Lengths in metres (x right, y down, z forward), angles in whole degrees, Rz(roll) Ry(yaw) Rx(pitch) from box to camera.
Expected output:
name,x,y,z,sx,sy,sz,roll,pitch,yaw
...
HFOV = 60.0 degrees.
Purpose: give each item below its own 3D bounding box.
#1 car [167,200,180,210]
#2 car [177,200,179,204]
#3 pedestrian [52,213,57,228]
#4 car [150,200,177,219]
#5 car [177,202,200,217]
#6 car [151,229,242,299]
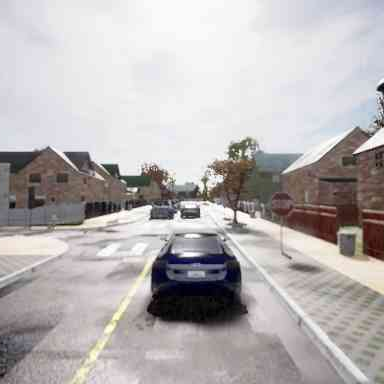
name,x,y,z,sx,sy,sz,roll,pitch,yaw
car,-2.861,2.007,52.990,1.882,1.535,5.008,0,-1,0
car,-2.860,1.912,42.694,1.837,1.490,4.892,0,-1,0
pedestrian,-9.920,2.017,23.924,0.500,1.100,0.500,0,-2,5
car,-2.861,1.652,32.590,2.097,1.767,4.553,0,-1,0
car,-0.133,1.888,35.038,1.994,1.385,4.181,0,-1,2
car,0.093,1.636,8.692,1.994,1.385,4.181,0,0,0
